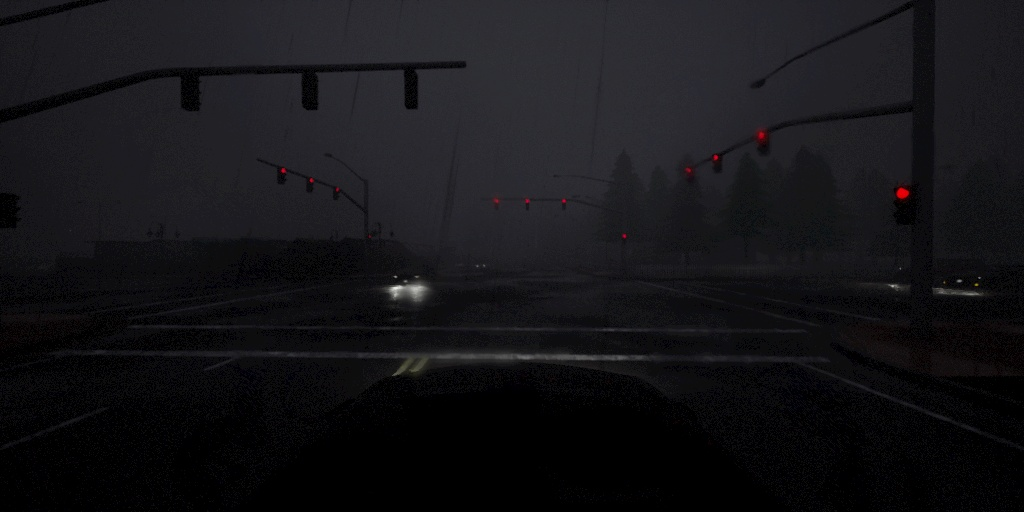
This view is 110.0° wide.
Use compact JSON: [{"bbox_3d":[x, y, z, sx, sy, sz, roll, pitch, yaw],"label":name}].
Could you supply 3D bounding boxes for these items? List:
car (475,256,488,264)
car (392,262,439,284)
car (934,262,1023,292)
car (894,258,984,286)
[{"bbox_3d":[-5.461,0.745,64.533,1.994,1.385,4.181,0,1,1],"label":"car"},{"bbox_3d":[-6.391,1.123,24.430,2.033,1.411,5.357,0,1,1],"label":"car"},{"bbox_3d":[25.860,1.151,19.028,4.181,1.385,1.994,0,1,3],"label":"car"},{"bbox_3d":[27.016,0.907,22.472,4.553,1.767,2.097,0,1,3],"label":"car"}]
